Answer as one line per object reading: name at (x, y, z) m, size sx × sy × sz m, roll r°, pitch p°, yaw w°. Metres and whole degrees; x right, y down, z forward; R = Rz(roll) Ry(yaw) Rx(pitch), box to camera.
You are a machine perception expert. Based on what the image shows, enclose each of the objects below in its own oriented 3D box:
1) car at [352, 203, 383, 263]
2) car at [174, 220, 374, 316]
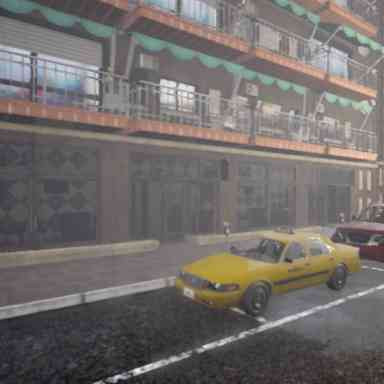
car at (6.667, 1.281, 10.836) m, size 5.009 × 1.841 × 2.192 m, roll 0°, pitch 1°, yaw -35°
car at (1.909, 1.509, 7.449) m, size 4.829 × 1.417 × 1.752 m, roll 0°, pitch 1°, yaw -35°
